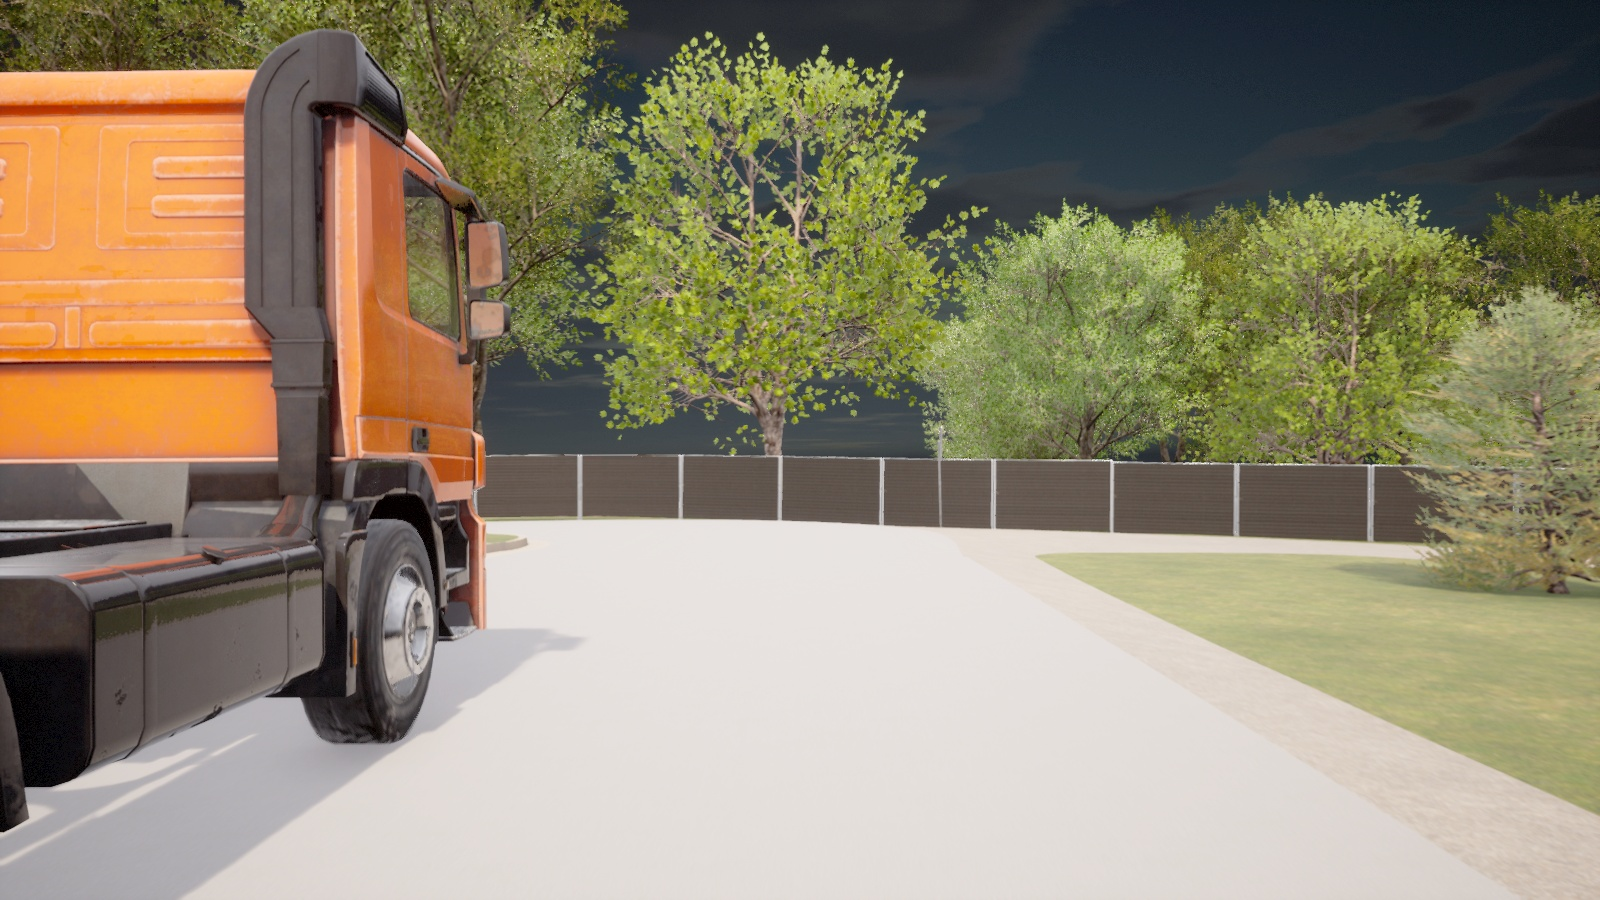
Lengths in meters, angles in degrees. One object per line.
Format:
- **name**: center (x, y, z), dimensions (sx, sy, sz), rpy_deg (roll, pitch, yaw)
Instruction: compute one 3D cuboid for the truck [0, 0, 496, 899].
- **truck**: center (-3.468, -0.225, 4.182), dimensions (2.891, 3.462, 7.936), rpy_deg (0, 0, 1)
